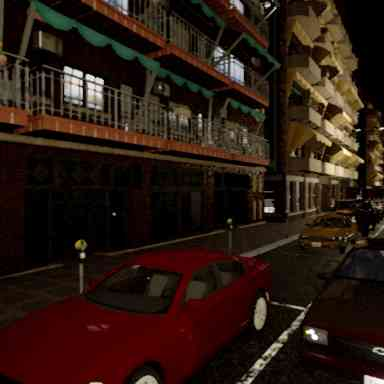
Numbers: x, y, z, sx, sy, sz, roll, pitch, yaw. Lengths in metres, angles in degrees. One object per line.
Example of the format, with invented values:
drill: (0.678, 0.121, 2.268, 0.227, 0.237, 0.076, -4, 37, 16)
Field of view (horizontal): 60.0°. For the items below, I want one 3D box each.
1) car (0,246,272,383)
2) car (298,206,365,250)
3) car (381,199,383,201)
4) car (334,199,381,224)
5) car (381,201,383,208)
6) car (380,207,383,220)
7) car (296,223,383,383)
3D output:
car: (-0.339, 1.545, 4.645, 1.887, 1.381, 4.507, 0, 0, 34)
car: (5.707, 1.523, 13.695, 1.752, 1.417, 4.829, 0, 0, 34)
car: (15.012, 1.548, 27.622, 2.008, 1.369, 4.403, 0, 0, 34)
car: (8.870, 1.312, 18.432, 2.192, 1.841, 5.009, 0, 0, 34)
car: (11.942, 1.547, 23.027, 2.008, 1.369, 4.403, 0, 0, 34)
car: (10.782, 1.543, 16.439, 2.033, 1.411, 5.357, 0, 0, 34)
car: (3.389, 1.546, 5.545, 2.033, 1.411, 5.357, 0, 0, 34)
